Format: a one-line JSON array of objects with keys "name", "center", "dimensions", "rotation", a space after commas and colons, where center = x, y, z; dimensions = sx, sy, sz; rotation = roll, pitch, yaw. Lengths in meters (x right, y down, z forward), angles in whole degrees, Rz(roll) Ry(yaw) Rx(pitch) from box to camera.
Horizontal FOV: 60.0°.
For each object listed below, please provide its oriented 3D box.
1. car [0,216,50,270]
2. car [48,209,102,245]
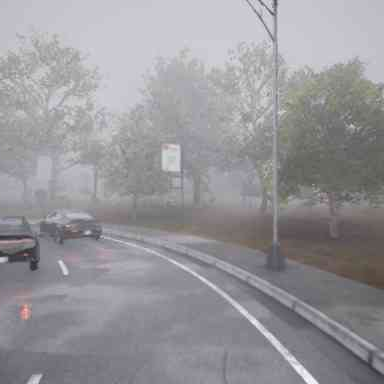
[{"name": "car", "center": [-5.963, 1.491, 10.487], "dimensions": [2.128, 1.511, 4.902], "rotation": [0, 0, -29]}, {"name": "car", "center": [-5.870, 1.522, 15.681], "dimensions": [1.812, 1.442, 4.674], "rotation": [0, 0, -41]}]
